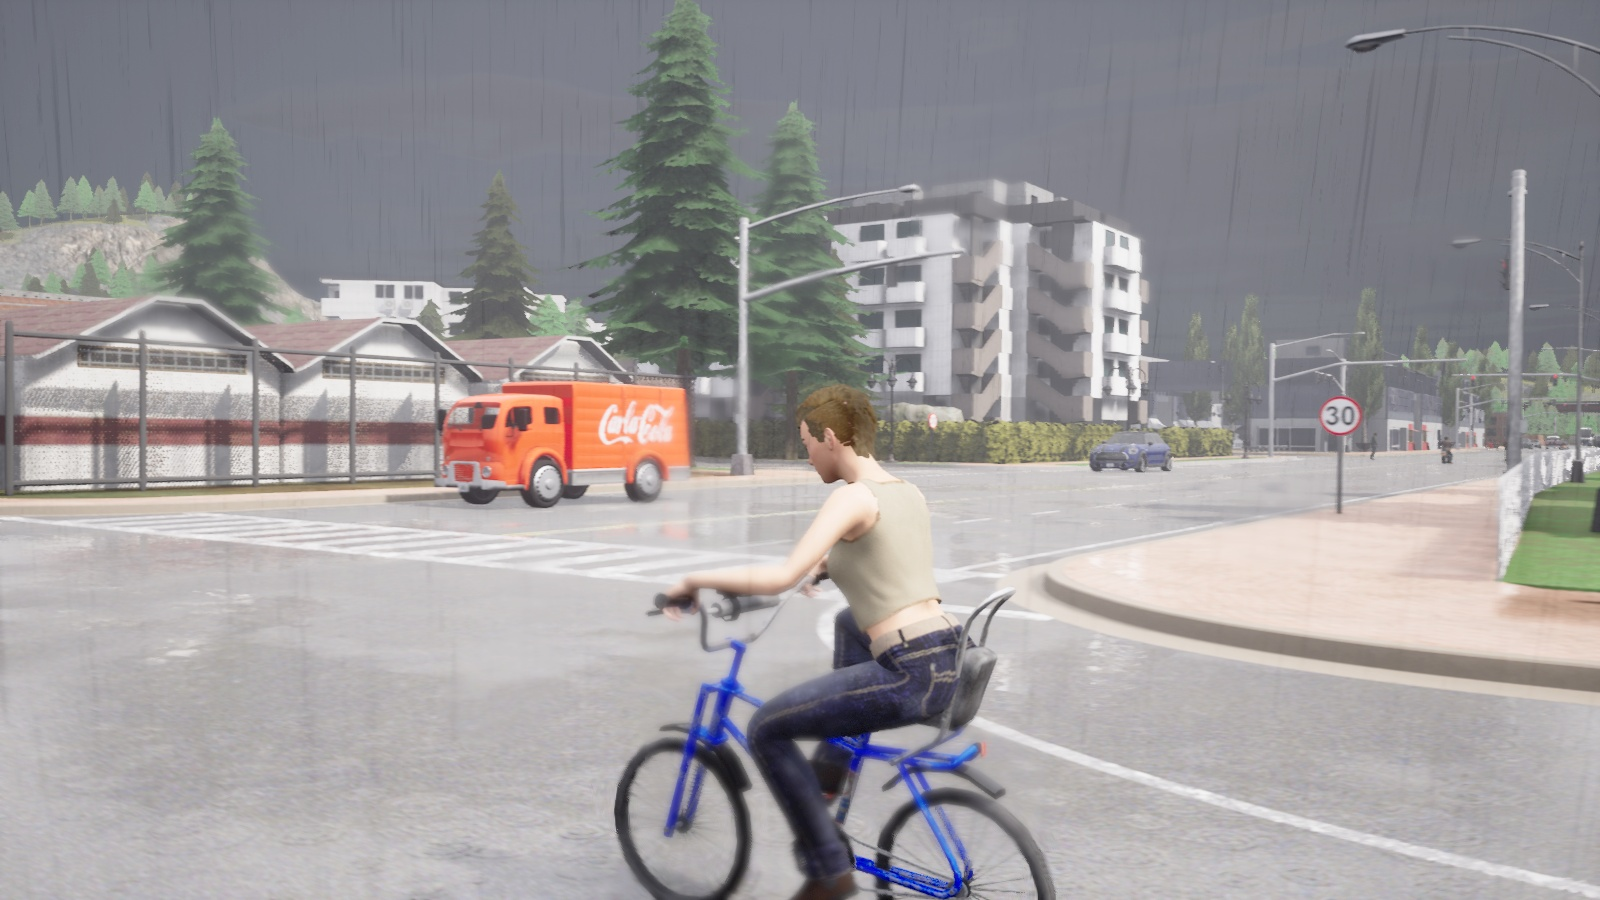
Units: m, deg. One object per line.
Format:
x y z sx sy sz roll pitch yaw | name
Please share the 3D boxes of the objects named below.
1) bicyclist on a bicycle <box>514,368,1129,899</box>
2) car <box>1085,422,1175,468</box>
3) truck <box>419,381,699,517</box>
0.050 0.619 3.586 1.509 1.612 0.866 0 1 34 | bicyclist on a bicycle
13.573 -0.228 51.470 2.097 1.767 4.553 0 1 35 | car
-4.771 -0.055 25.640 2.627 2.467 5.204 0 1 35 | truck
